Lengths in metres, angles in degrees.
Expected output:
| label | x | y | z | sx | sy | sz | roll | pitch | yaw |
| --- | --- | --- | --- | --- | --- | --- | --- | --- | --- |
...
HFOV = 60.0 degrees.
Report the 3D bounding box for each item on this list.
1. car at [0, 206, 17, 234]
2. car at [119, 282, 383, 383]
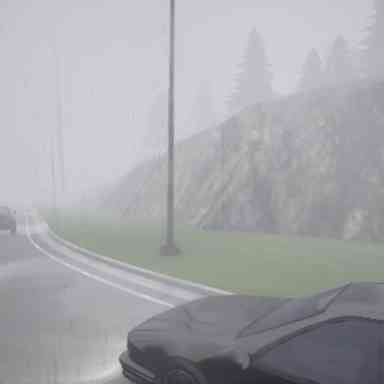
| label | x | y | z | sx | sy | sz | roll | pitch | yaw |
| --- | --- | --- | --- | --- | --- | --- | --- | --- | --- |
| car | -10.885 | 1.490 | 18.549 | 1.812 | 1.442 | 4.674 | 1 | 0 | -29 |
| car | 1.782 | 1.577 | 2.777 | 5.357 | 1.411 | 2.033 | 0 | 0 | 37 |
